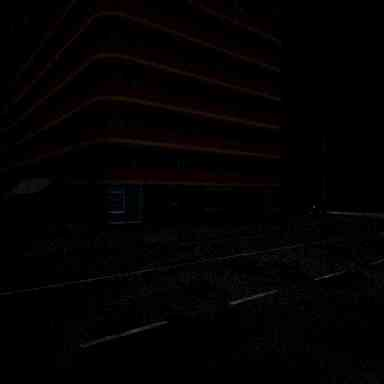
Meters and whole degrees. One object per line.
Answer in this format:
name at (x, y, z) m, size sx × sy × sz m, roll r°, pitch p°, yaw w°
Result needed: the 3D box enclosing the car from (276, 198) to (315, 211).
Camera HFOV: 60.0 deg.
car at (12.509, 1.492, 40.026) m, size 2.128 × 1.511 × 4.902 m, roll 0°, pitch 0°, yaw -38°
